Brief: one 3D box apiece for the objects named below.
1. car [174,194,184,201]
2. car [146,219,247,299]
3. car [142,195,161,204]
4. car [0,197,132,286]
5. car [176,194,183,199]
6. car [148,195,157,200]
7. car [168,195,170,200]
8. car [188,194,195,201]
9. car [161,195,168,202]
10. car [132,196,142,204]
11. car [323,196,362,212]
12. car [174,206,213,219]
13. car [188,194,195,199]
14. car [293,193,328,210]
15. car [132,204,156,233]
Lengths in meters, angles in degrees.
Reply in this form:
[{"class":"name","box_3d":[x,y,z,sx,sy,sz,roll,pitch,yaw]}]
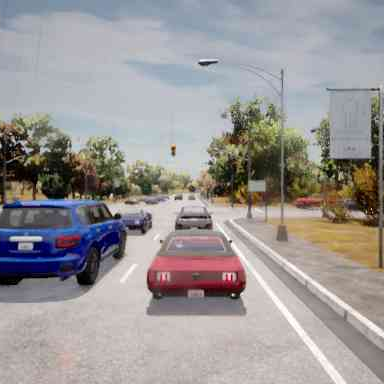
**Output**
[{"class":"car","box_3d":[-3.539,1.446,85.114,1.837,1.490,4.892,0,0,0]},{"class":"car","box_3d":[0.099,1.596,8.378,1.895,1.301,4.718,0,0,0]},{"class":"car","box_3d":[-7.100,1.493,58.513,1.812,1.442,4.674,0,0,0]},{"class":"car","box_3d":[-3.409,1.215,9.531,2.150,2.045,5.566,0,0,0]},{"class":"car","box_3d":[-3.544,1.330,95.532,1.837,1.490,4.892,0,0,0]},{"class":"car","box_3d":[-10.541,1.443,88.552,1.994,1.385,4.181,0,0,0]},{"class":"car","box_3d":[-7.041,1.480,88.907,1.895,1.301,4.718,0,0,0]},{"class":"car","box_3d":[-0.039,1.486,85.115,2.033,1.411,5.357,0,0,0]},{"class":"car","box_3d":[-7.034,1.437,73.508,1.882,1.535,5.008,0,0,0]},{"class":"car","box_3d":[-10.600,1.568,58.255,1.895,1.301,4.718,0,0,0]},{"class":"car","box_3d":[17.552,1.484,37.672,4.892,1.490,1.837,0,0,3]},{"class":"car","box_3d":[0.092,1.482,17.649,2.128,1.511,4.902,0,0,0]},{"class":"car","box_3d":[-0.044,1.307,95.534,1.882,1.535,5.008,0,0,0]},{"class":"car","box_3d":[15.459,1.198,41.296,5.566,2.045,2.150,0,0,3]},{"class":"car","box_3d":[-3.409,1.590,19.285,1.895,1.301,4.718,0,0,0]}]
